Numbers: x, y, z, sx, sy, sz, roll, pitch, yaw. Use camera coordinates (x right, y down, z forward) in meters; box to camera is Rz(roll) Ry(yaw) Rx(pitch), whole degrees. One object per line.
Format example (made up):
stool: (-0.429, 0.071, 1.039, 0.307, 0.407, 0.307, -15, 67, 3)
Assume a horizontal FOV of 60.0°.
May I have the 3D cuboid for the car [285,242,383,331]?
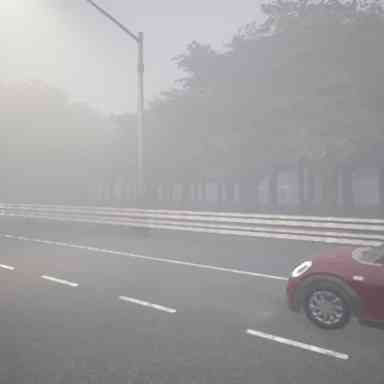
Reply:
car: (3.900, 1.352, 5.387, 4.553, 1.767, 2.097, 0, 0, 36)
